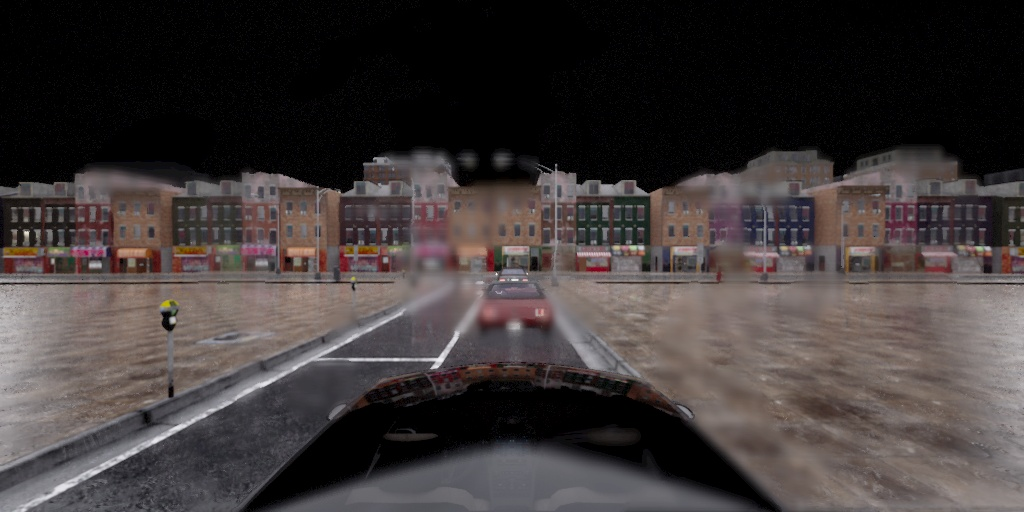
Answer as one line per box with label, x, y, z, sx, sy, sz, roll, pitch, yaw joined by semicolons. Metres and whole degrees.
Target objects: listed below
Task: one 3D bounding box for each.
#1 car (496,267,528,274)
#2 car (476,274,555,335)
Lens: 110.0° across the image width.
car;0.007;1.347;21.361;2.033;1.411;5.357;0;0;-2
car;0.090;1.373;10.619;1.895;1.301;4.718;0;0;0
